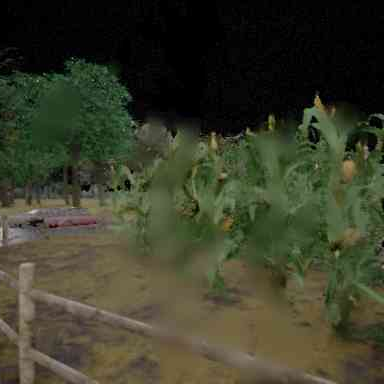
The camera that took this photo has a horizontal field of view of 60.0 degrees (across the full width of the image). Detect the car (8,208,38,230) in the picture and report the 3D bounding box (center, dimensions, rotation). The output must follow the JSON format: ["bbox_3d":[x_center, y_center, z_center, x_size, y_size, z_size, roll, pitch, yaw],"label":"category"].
[{"bbox_3d":[-10.955,1.861,24.183,1.812,1.442,4.674,-2,-2,39],"label":"car"}]

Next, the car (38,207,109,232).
[{"bbox_3d":[-7.618,1.812,22.251,1.994,1.385,4.181,-2,-2,36],"label":"car"}]
